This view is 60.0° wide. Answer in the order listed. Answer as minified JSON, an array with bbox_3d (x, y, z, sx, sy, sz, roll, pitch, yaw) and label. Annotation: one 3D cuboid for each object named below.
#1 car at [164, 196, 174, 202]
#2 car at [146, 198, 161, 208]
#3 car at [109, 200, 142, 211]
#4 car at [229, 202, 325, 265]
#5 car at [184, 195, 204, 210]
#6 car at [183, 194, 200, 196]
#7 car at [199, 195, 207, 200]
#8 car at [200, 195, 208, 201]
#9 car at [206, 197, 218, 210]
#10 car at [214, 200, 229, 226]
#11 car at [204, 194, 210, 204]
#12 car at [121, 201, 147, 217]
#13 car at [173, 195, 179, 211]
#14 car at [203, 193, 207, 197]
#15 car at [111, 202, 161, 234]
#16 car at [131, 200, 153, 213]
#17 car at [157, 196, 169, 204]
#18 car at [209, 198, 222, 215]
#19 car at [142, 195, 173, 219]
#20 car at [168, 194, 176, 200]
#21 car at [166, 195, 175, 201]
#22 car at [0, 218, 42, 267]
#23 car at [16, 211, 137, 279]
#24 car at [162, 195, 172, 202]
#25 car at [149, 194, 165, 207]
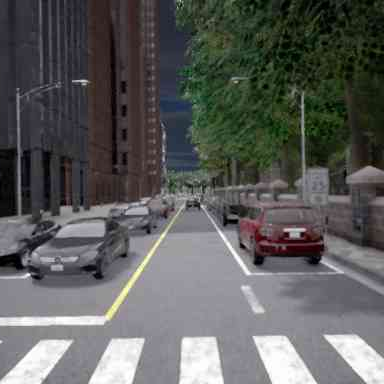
[{"bbox_3d":[-5.665,1.596,82.243,2.008,1.369,4.403,-1,0,0],"label":"car"},{"bbox_3d":[-5.709,1.621,49.501,1.802,1.307,4.206,-1,0,0],"label":"car"},{"bbox_3d":[-5.740,1.594,27.672,2.008,1.369,4.403,-1,0,0],"label":"car"},{"bbox_3d":[2.758,1.236,11.299,2.192,1.841,5.009,-1,0,0],"label":"car"},{"bbox_3d":[0.140,1.458,41.487,1.837,1.490,4.892,-1,0,0],"label":"car"},{"bbox_3d":[0.055,1.445,51.880,2.128,1.511,4.902,-1,0,0],"label":"car"},{"bbox_3d":[2.867,1.487,87.690,1.947,1.339,4.313,-1,0,0],"label":"car"},{"bbox_3d":[2.859,1.444,82.403,1.752,1.417,4.829,-1,0,0],"label":"car"},{"bbox_3d":[2.792,1.466,33.125,2.008,1.369,4.403,-1,0,0],"label":"car"},{"bbox_3d":[2.777,1.484,22.211,1.947,1.339,4.313,-1,0,0],"label":"car"},{"bbox_3d":[2.798,1.355,38.581,1.967,1.590,4.097,-1,0,0],"label":"car"},{"bbox_3d":[-5.732,1.624,33.129,1.802,1.307,4.206,-1,0,0],"label":"car"},{"bbox_3d":[-2.994,1.492,39.477,2.128,1.511,4.902,-1,0,1],"label":"car"},{"bbox_3d":[2.805,1.354,44.038,1.967,1.590,4.097,-1,0,0],"label":"car"},{"bbox_3d":[-3.088,1.531,19.349,1.812,1.442,4.674,-1,0,0],"label":"car"},{"bbox_3d":[-5.725,1.623,38.586,1.802,1.307,4.206,-1,0,0],"label":"car"},{"bbox_3d":[-5.688,1.584,65.872,1.887,1.381,4.507,-1,0,0],"label":"car"},{"bbox_3d":[2.784,1.467,27.668,2.008,1.369,4.403,-1,0,0],"label":"car"},{"bbox_3d":[-3.063,1.355,29.084,2.097,1.767,4.553,-1,0,0],"label":"car"},{"bbox_3d":[-5.651,1.490,93.157,1.967,1.590,4.097,-1,0,0],"label":"car"},{"bbox_3d":[-5.657,1.592,87.700,1.887,1.381,4.507,-1,0,0],"label":"car"},{"bbox_3d":[-5.762,1.613,11.301,1.947,1.339,4.313,-1,0,0],"label":"car"},{"bbox_3d":[-3.140,1.534,10.199,1.812,1.442,4.674,-1,0,1],"label":"car"},{"bbox_3d":[-5.674,1.483,76.786,1.967,1.590,4.097,-1,0,0],"label":"car"},{"bbox_3d":[-5.706,1.353,54.958,2.192,1.841,5.009,-1,0,0],"label":"car"}]
